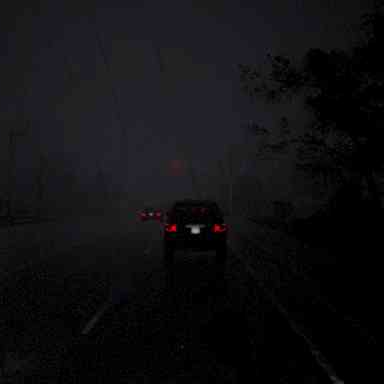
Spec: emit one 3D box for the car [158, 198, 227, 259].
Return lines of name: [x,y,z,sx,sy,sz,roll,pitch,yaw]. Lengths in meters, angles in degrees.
car: [0.106,1.311,13.055,2.150,2.045,5.566,0,0,0]

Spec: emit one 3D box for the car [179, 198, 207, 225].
car: [0.105,1.568,28.225,2.150,2.045,5.566,0,-2,0]

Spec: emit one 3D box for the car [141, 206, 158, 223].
car: [-3.367,1.921,29.079,2.033,1.411,5.357,0,-2,-2]
